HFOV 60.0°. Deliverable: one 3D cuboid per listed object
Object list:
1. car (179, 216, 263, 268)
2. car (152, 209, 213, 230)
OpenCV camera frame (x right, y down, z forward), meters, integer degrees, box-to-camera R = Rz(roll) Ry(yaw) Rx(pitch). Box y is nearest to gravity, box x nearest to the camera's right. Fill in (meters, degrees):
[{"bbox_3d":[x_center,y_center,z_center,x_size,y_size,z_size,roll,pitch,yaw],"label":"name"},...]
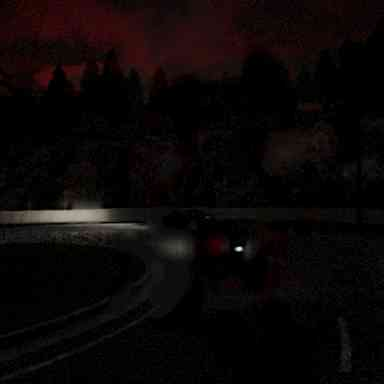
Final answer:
[{"bbox_3d":[1.021,1.825,12.471,1.994,1.385,4.181,0,-1,-13],"label":"car"},{"bbox_3d":[-0.723,2.020,24.361,4.902,1.511,2.128,-1,-2,29],"label":"car"}]
